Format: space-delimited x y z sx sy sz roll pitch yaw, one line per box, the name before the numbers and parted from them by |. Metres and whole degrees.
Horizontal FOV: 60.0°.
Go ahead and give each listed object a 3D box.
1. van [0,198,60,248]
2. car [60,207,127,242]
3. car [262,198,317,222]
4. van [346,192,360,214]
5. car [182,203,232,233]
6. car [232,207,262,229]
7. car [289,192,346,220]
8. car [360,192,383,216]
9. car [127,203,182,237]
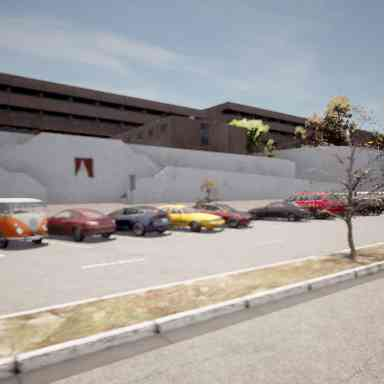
van | -8.011 1.265 14.454 4.442 1.987 1.878 -1 -1 35
car | -5.680 1.524 16.237 4.674 1.452 2.002 -1 0 35
car | 6.479 1.422 24.893 4.674 1.452 2.002 -1 0 35
van | 11.435 1.085 28.297 4.442 1.987 1.878 -1 -1 35
car | -0.661 1.452 19.604 5.366 1.575 1.946 -1 -1 35
car | 1.640 1.467 21.420 4.792 1.488 2.163 -1 -1 35
car | 8.877 1.099 26.641 5.566 2.045 2.435 -1 0 35
car | 13.792 1.023 30.077 5.566 2.045 2.435 -1 -1 35
car | -3.277 1.506 17.986 4.792 1.488 2.163 -1 0 35
